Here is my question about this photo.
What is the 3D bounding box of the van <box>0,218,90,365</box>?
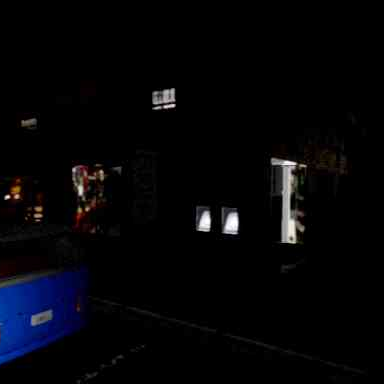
[{"bbox_3d":[-3.380,1.302,5.130,3.998,1.788,1.690,0,1,34],"label":"van"}]
